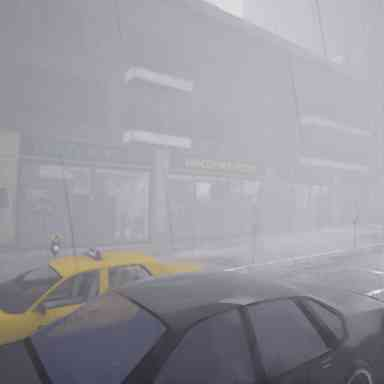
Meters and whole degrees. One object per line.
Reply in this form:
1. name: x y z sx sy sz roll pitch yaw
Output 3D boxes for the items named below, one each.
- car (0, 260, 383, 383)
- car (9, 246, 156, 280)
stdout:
1. car: -0.060 1.558 3.028 5.357 1.411 2.033 0 0 -35
2. car: -1.708 1.535 4.854 4.829 1.417 1.752 0 1 -35
